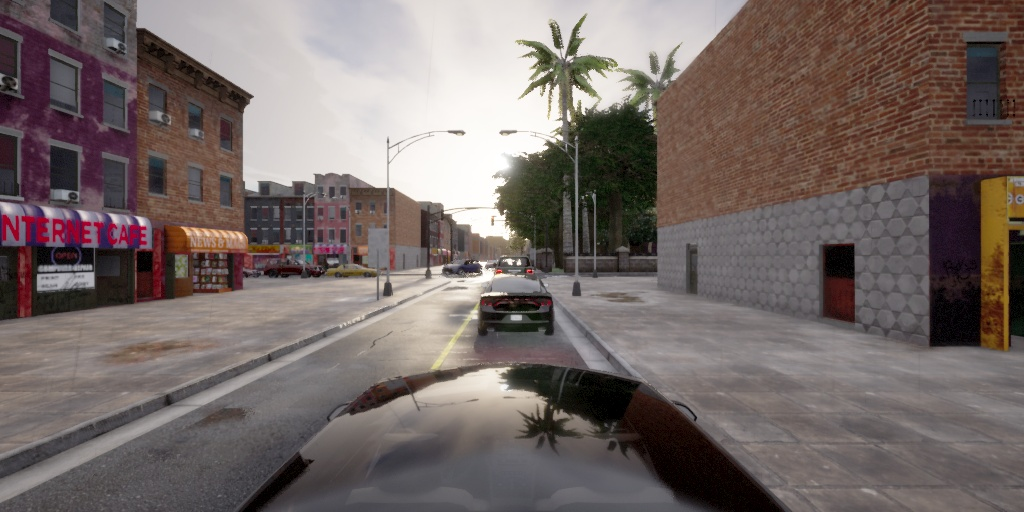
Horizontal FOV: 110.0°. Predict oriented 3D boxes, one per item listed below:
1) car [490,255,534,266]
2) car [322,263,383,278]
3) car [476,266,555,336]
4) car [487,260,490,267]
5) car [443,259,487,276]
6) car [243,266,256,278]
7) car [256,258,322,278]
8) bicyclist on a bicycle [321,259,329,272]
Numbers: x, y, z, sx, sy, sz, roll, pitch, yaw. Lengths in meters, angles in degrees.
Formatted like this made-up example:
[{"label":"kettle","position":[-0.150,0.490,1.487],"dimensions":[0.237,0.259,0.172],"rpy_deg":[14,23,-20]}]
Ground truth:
[{"label":"car","position":[0.102,0.980,20.463],"dimensions":[2.150,2.045,5.566],"rpy_deg":[0,0,-1]},{"label":"car","position":[-14.441,1.324,33.040],"dimensions":[4.829,1.417,1.751],"rpy_deg":[0,0,0]},{"label":"car","position":[0.099,1.230,10.494],"dimensions":[1.882,1.535,5.008],"rpy_deg":[0,0,0]},{"label":"car","position":[-2.863,1.322,53.373],"dimensions":[1.812,1.442,4.674],"rpy_deg":[0,0,0]},{"label":"car","position":[-5.156,1.132,37.629],"dimensions":[2.097,1.767,4.553],"rpy_deg":[-1,0,34]},{"label":"car","position":[-25.515,1.409,33.026],"dimensions":[4.207,1.307,1.802],"rpy_deg":[0,0,0]},{"label":"car","position":[-20.062,1.128,33.033],"dimensions":[5.009,1.841,2.192],"rpy_deg":[0,0,0]},{"label":"bicyclist on a bicycle","position":[-20.145,1.124,38.679],"dimensions":[0.582,1.620,1.656],"rpy_deg":[0,0,0]}]
